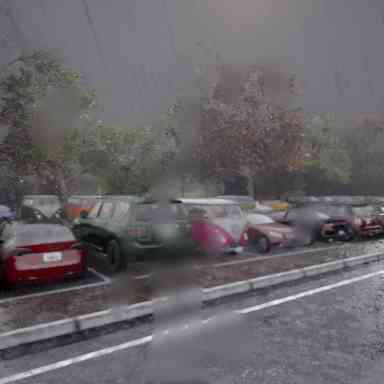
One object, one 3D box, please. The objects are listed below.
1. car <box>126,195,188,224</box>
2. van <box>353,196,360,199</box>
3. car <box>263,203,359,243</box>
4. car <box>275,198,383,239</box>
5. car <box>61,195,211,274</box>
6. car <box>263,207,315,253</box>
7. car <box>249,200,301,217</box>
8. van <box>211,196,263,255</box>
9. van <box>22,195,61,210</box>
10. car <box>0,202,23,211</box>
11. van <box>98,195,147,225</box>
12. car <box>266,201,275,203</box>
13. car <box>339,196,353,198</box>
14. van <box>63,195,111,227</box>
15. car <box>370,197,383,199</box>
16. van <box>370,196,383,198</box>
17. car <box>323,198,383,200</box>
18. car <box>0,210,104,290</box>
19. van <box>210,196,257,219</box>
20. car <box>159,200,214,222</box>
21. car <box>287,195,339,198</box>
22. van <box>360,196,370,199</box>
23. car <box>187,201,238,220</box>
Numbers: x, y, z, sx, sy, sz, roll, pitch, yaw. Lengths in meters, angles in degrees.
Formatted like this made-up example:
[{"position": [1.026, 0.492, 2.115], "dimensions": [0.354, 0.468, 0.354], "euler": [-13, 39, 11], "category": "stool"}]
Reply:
[{"position": [-2.913, 1.247, 26.183], "dimensions": [2.435, 2.045, 5.566], "euler": [1, 0, -35], "category": "car"}, {"position": [17.547, 1.492, 40.647], "dimensions": [1.878, 1.987, 4.442], "euler": [1, 0, -35], "category": "van"}, {"position": [4.653, 1.498, 15.542], "dimensions": [2.097, 1.535, 5.008], "euler": [1, 0, -35], "category": "car"}, {"position": [6.931, 1.397, 17.133], "dimensions": [2.185, 1.767, 4.553], "euler": [1, 0, -35], "category": "car"}, {"position": [-2.148, 1.174, 10.740], "dimensions": [2.435, 2.045, 5.566], "euler": [1, 0, -35], "category": "car"}, {"position": [2.387, 1.514, 13.938], "dimensions": [2.002, 1.452, 4.674], "euler": [1, 0, -35], "category": "car"}, {"position": [8.455, 1.620, 34.308], "dimensions": [2.097, 1.535, 5.008], "euler": [1, 0, -35], "category": "car"}, {"position": [0.197, 1.224, 12.232], "dimensions": [1.878, 1.987, 4.442], "euler": [1, 0, -35], "category": "van"}, {"position": [-9.638, 1.199, 21.286], "dimensions": [1.878, 1.987, 4.442], "euler": [0, 0, -35], "category": "van"}, {"position": [-11.842, 1.429, 19.865], "dimensions": [2.097, 1.535, 5.008], "euler": [-1, 0, -35], "category": "car"}, {"position": [-5.254, 1.248, 24.694], "dimensions": [1.878, 1.987, 4.442], "euler": [1, 0, -35], "category": "van"}, {"position": [6.092, 1.635, 32.635], "dimensions": [2.002, 1.452, 4.674], "euler": [1, 0, -35], "category": "car"}, {"position": [15.240, 1.442, 39.112], "dimensions": [2.435, 2.045, 5.566], "euler": [1, 0, -35], "category": "car"}, {"position": [-7.408, 1.225, 23.160], "dimensions": [1.878, 1.987, 4.442], "euler": [1, 0, -35], "category": "van"}, {"position": [21.987, 1.766, 43.959], "dimensions": [2.097, 1.535, 5.008], "euler": [1, 0, -35], "category": "car"}, {"position": [24.323, 1.567, 45.484], "dimensions": [1.878, 1.987, 4.442], "euler": [1, 0, -36], "category": "van"}, {"position": [9.192, 1.421, 18.743], "dimensions": [2.185, 1.767, 4.553], "euler": [1, 0, -35], "category": "car"}, {"position": [-4.390, 1.460, 9.144], "dimensions": [2.163, 1.488, 4.792], "euler": [0, 0, -35], "category": "car"}, {"position": [3.771, 1.345, 31.122], "dimensions": [1.878, 1.987, 4.442], "euler": [1, 0, -35], "category": "van"}, {"position": [-0.570, 1.523, 27.880], "dimensions": [2.097, 1.535, 5.008], "euler": [1, 0, -35], "category": "car"}, {"position": [12.983, 1.418, 37.506], "dimensions": [2.435, 2.045, 5.566], "euler": [1, 0, -35], "category": "car"}, {"position": [19.668, 1.516, 42.444], "dimensions": [1.878, 1.987, 4.442], "euler": [1, 0, -35], "category": "van"}, {"position": [1.684, 1.587, 29.490], "dimensions": [2.002, 1.452, 4.674], "euler": [1, 0, -35], "category": "car"}]
